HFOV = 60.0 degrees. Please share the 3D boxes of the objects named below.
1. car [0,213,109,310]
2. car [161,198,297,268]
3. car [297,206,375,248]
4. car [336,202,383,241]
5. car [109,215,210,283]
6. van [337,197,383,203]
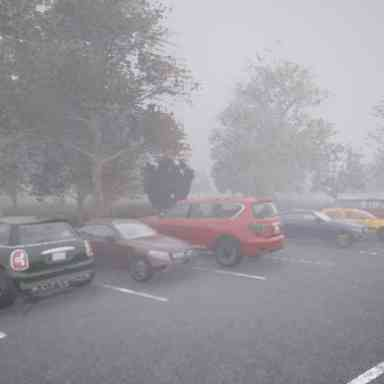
[{"bbox_3d":[-4.459,1.357,7.987,4.553,1.767,2.185,-1,0,34],"label":"car"},{"bbox_3d":[0.343,1.225,11.453,5.566,2.045,2.435,-1,0,35],"label":"car"},{"bbox_3d":[5.251,1.513,14.827,4.674,1.452,2.002,-1,-1,35],"label":"car"},{"bbox_3d":[7.854,1.467,16.398,5.366,1.575,1.946,-1,-1,35],"label":"car"},{"bbox_3d":[-2.058,1.519,9.732,4.674,1.452,2.002,-1,-1,35],"label":"car"},{"bbox_3d":[10.254,1.245,18.112,4.442,1.987,1.878,-1,-1,36],"label":"van"}]
